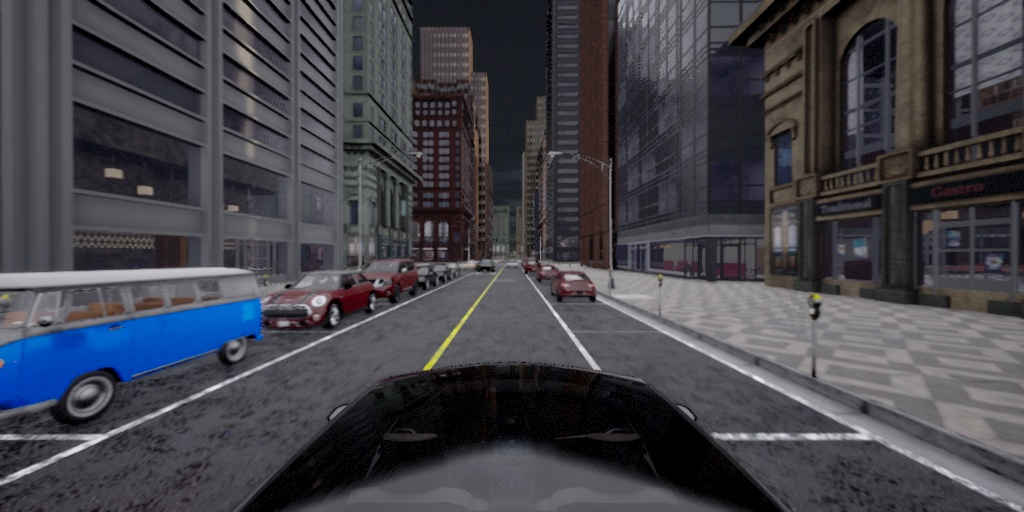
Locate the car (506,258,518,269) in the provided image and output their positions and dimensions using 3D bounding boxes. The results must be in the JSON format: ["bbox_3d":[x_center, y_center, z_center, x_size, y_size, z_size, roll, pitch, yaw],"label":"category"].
[{"bbox_3d":[-0.001,1.362,58.571,1.895,1.301,4.718,0,0,0],"label":"car"}]

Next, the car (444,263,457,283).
[{"bbox_3d":[-5.763,1.313,27.965,1.948,1.339,4.313,0,0,0],"label":"car"}]

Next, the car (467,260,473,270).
[{"bbox_3d":[-5.763,1.280,50.341,1.751,1.417,4.829,0,0,0],"label":"car"}]

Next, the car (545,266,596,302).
[{"bbox_3d":[2.762,1.331,16.698,1.802,1.307,4.207,0,0,0],"label":"car"}]

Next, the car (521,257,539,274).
[{"bbox_3d":[2.360,1.228,40.496,1.882,1.535,5.008,0,0,0],"label":"car"}]

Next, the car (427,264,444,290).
[{"bbox_3d":[-5.763,1.313,22.329,1.948,1.339,4.313,0,0,0],"label":"car"}]

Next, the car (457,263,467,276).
[{"bbox_3d":[-5.763,1.299,33.601,2.007,1.370,4.403,0,0,0],"label":"car"}]

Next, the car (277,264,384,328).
[{"bbox_3d":[-5.763,1.188,11.055,1.967,1.591,4.097,0,0,0],"label":"car"}]

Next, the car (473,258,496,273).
[{"bbox_3d":[-3.078,1.102,43.250,2.097,1.767,4.553,0,0,0],"label":"car"}]

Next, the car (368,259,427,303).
[{"bbox_3d":[-5.763,1.063,16.692,2.192,1.841,5.009,0,0,0],"label":"car"}]

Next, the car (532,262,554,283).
[{"bbox_3d":[2.762,1.330,27.970,1.802,1.307,4.207,0,0,0],"label":"car"}]

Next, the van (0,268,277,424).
[{"bbox_3d":[-5.763,1.090,5.418,1.690,1.789,3.998,0,0,0],"label":"van"}]
